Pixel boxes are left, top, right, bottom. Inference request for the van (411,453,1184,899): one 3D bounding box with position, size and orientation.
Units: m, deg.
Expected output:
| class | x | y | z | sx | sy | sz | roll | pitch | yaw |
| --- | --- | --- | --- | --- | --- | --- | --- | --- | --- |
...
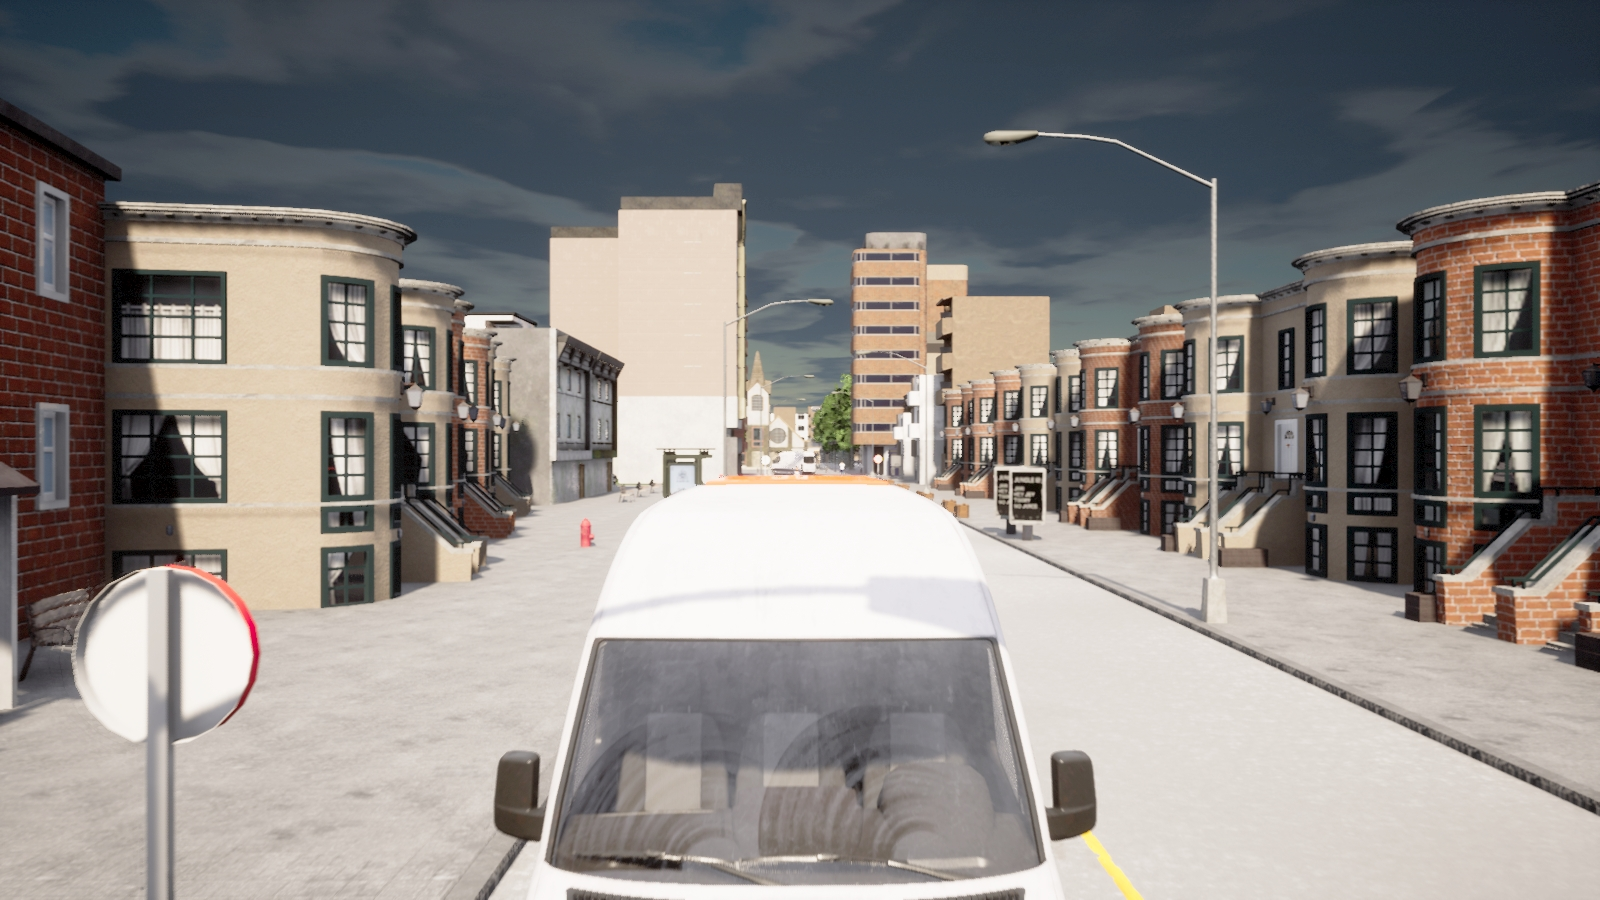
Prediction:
| class | x | y | z | sx | sy | sz | roll | pitch | yaw |
| --- | --- | --- | --- | --- | --- | --- | --- | --- | --- |
| van | -0.015 | 1.309 | 5.899 | 1.988 | 2.561 | 5.915 | 0 | 0 | 0 |
